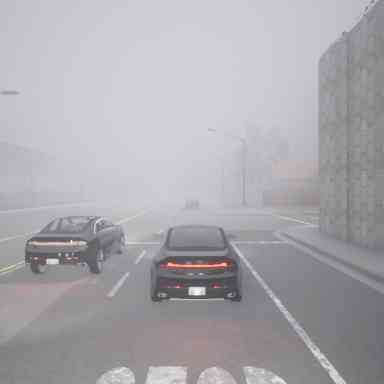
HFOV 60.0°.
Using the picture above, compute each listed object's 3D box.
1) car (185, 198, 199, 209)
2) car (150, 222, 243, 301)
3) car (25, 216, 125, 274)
[{"bbox_3d":[0.012,1.491,44.229,2.128,1.511,4.902,0,0,0],"label":"car"},{"bbox_3d":[0.085,1.505,8.300,1.837,1.490,4.892,0,0,0],"label":"car"},{"bbox_3d":[-3.421,1.492,10.571,2.128,1.511,4.902,0,0,0],"label":"car"}]
